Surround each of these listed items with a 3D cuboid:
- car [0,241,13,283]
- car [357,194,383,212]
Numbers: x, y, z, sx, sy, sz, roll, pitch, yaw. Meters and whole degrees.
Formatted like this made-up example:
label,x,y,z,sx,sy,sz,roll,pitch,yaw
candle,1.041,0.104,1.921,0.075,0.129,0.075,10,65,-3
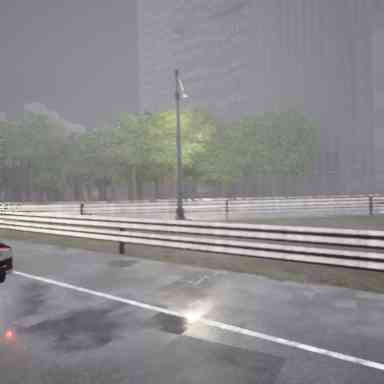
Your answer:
label,x,y,z,sx,sy,sz,roll,pitch,yaw
car,-6.529,1.586,8.600,4.902,1.511,2.128,-1,0,36
car,16.824,0.907,28.920,4.902,1.511,2.128,-1,0,-5
